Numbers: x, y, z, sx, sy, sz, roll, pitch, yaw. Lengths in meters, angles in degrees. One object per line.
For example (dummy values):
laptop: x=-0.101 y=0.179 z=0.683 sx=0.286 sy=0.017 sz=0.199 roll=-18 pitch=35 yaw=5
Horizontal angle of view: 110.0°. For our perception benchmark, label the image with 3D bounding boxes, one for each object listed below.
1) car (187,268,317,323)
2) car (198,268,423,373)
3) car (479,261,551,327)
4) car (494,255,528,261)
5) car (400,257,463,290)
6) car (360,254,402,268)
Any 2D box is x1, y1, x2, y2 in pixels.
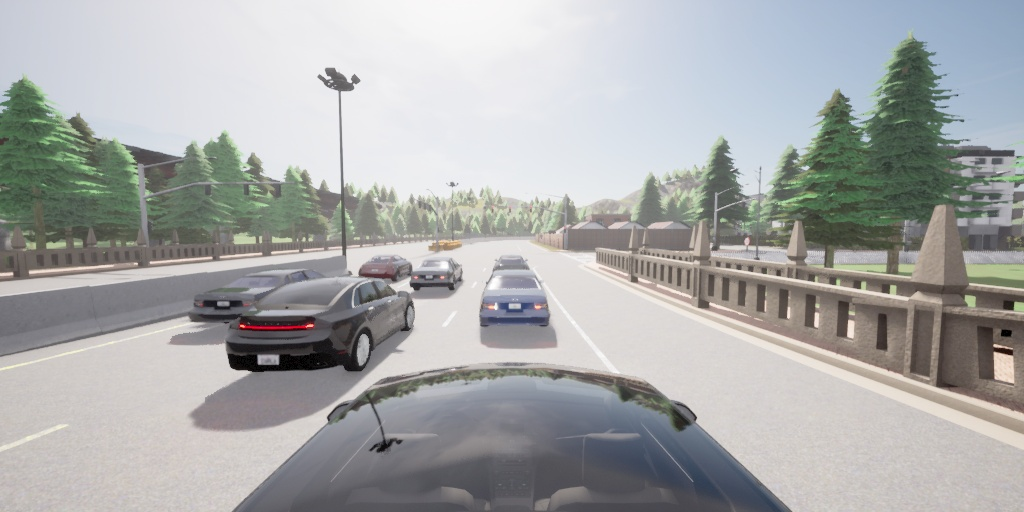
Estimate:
car: x=-6.961 y=1.089 z=11.122 sx=2.033 sy=1.411 sz=5.357 roll=0 pitch=2 yaw=0
car: x=-3.438 y=1.171 z=7.448 sx=1.837 sy=1.490 sz=4.892 roll=0 pitch=1 yaw=0
car: x=0.042 y=1.103 z=10.790 sx=2.033 sy=1.411 sz=5.357 roll=0 pitch=2 yaw=0
car: x=-0.039 y=0.617 z=19.867 sx=1.994 sy=1.385 sz=4.181 roll=0 pitch=3 yaw=0
car: x=-3.503 y=0.755 z=17.279 sx=2.033 sy=1.411 sz=5.357 roll=0 pitch=4 yaw=-2
car: x=-7.041 y=0.583 z=20.345 sx=1.994 sy=1.385 sz=4.181 roll=0 pitch=4 yaw=-1
